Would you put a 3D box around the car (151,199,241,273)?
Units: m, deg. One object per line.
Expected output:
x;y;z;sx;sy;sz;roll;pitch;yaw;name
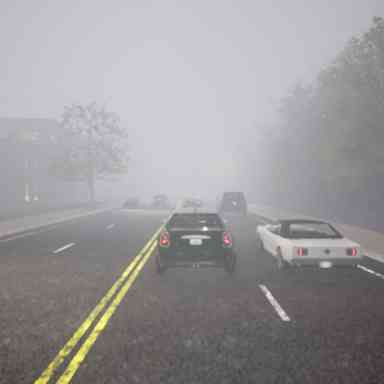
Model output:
0.096;1.257;10.484;2.097;1.767;4.553;0;1;0;car

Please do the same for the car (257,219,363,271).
3.346;1.505;10.532;1.895;1.301;4.718;0;1;0;car

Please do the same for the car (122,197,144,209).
-6.666;1.224;37.897;1.994;1.385;4.181;0;1;-1;car

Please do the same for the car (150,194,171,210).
-3.405;1.025;36.501;2.097;1.767;4.553;0;0;-1;car

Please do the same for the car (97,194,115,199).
-20.725;1.107;79.963;4.313;1.339;1.947;-1;2;-1;car

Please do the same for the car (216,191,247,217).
3.337;0.964;28.658;2.150;2.045;5.566;0;1;0;car
